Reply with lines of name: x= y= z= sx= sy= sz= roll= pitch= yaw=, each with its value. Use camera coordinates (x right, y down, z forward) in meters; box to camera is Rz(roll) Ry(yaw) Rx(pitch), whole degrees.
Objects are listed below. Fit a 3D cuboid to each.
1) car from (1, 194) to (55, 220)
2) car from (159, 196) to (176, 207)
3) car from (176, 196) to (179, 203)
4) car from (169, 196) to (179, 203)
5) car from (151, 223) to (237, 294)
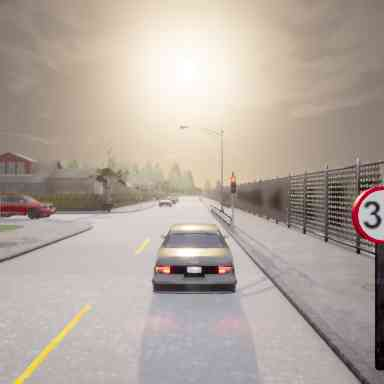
car: x=-14.325 y=1.221 z=27.549 sx=5.566 sy=2.045 sz=2.150 roll=0 pitch=0 yaw=1
car: x=-4.025 y=1.547 z=51.761 sx=2.033 sy=1.411 sz=5.357 roll=0 pitch=0 yaw=0
car: x=-3.979 y=1.478 z=61.606 sx=1.882 sy=1.535 sz=5.008 roll=0 pitch=0 yaw=0
car: x=-3.901 y=1.553 z=71.610 sx=1.994 sy=1.385 sz=4.181 roll=0 pitch=0 yaw=0
car: x=0.066 y=1.547 z=8.921 sx=2.033 sy=1.411 sz=5.357 roll=0 pitch=0 yaw=1
